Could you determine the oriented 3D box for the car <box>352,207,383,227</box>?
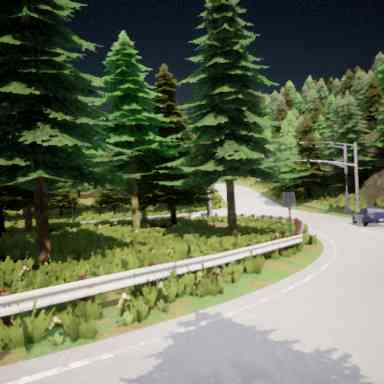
[{"bbox_3d":[14.056,1.894,26.128,1.812,1.442,4.674,-3,-2,12],"label":"car"}]
